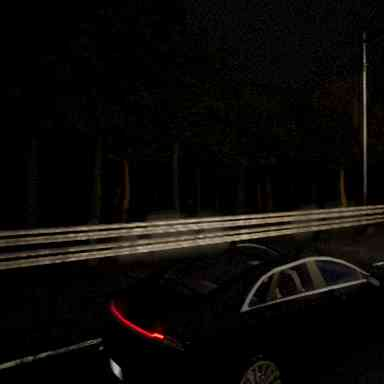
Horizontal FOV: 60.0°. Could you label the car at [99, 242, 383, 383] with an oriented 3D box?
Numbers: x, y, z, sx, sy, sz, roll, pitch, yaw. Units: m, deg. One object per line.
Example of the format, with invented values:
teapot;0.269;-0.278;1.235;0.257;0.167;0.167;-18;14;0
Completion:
car;1.231;1.468;4.624;4.902;1.511;2.128;-1;0;-35
